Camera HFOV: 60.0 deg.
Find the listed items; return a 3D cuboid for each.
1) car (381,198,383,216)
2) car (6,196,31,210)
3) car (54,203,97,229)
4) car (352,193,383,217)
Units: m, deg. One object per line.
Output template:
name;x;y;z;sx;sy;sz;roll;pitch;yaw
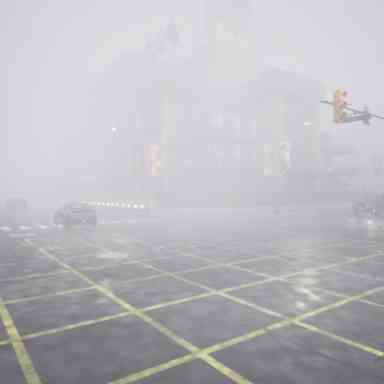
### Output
car;17.329;1.372;26.086;4.902;1.511;2.128;0;0;-35
car;-22.281;1.483;42.217;1.837;1.490;4.892;0;0;-36
car;-7.564;1.468;21.405;2.128;1.511;4.902;0;0;-32
car;16.664;1.096;29.884;5.566;2.045;2.150;0;0;-35
